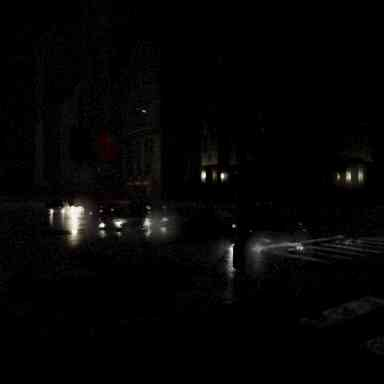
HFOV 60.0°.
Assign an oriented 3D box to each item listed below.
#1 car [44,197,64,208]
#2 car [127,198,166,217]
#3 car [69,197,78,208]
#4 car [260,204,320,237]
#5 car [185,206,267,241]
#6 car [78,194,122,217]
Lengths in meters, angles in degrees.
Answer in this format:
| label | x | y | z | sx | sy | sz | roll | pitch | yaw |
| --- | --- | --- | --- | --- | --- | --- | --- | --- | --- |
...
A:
| label | x | y | z | sx | sy | sz | roll | pitch | yaw |
| --- | --- | --- | --- | --- | --- | --- | --- | --- | --- |
| car | -19.430 | 1.527 | 46.774 | 1.837 | 1.490 | 4.892 | 0 | 0 | -35 |
| car | -4.232 | 1.341 | 30.794 | 2.097 | 1.767 | 4.553 | 0 | 0 | -35 |
| car | -16.202 | 1.471 | 47.825 | 1.882 | 1.535 | 5.008 | 0 | 0 | -35 |
| car | 4.584 | 1.474 | 18.516 | 1.882 | 1.535 | 5.008 | 0 | 0 | -38 |
| car | 1.392 | 1.527 | 17.145 | 1.812 | 1.442 | 4.674 | 0 | 0 | -33 |
| car | -8.531 | 1.217 | 31.239 | 2.150 | 2.045 | 5.566 | 0 | 0 | -35 |
